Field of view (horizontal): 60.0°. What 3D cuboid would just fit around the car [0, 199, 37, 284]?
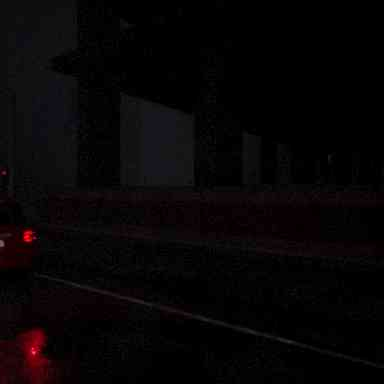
[{"bbox_3d":[-6.124,1.197,8.319,5.566,2.045,2.150,-1,-1,36],"label":"car"}]
